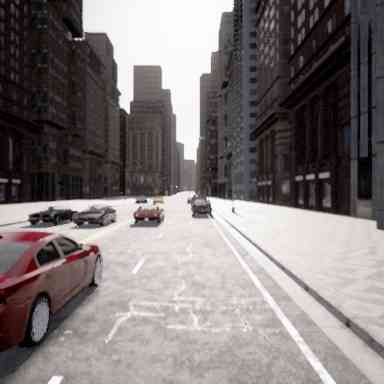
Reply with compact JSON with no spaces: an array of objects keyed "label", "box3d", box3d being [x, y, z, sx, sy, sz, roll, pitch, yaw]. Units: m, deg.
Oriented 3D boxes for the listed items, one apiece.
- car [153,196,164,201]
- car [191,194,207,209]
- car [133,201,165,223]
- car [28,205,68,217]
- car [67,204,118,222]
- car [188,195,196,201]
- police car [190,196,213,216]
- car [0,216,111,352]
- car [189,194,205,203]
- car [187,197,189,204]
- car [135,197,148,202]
[{"label":"car","box3d":[-6.532,1.563,64.890,1.882,1.535,5.008,0,0,0]},{"label":"car","box3d":[0.964,1.281,48.627,2.150,2.045,5.566,0,0,0]},{"label":"car","box3d":[-3.156,1.621,25.361,1.895,1.301,4.718,0,0,0]},{"label":"car","box3d":[-9.854,1.619,23.905,1.895,1.301,4.718,0,0,0]},{"label":"car","box3d":[-6.605,1.566,23.449,2.033,1.411,5.357,0,0,0]},{"label":"car","box3d":[-0.019,1.541,83.905,2.128,1.511,4.902,0,0,0]},{"label":"police car","box3d":[0.968,1.456,32.705,1.930,1.638,5.238,0,0,0]},{"label":"car","box3d":[-3.153,1.481,6.306,1.882,1.535,5.008,0,0,0]},{"label":"car","box3d":[0.965,1.397,42.566,2.097,1.767,4.553,0,0,0]},{"label":"car","box3d":[-0.014,1.661,65.861,1.994,1.385,4.181,0,0,0]},{"label":"car","box3d":[-9.784,1.646,64.909,1.994,1.385,4.181,0,0,1]}]
